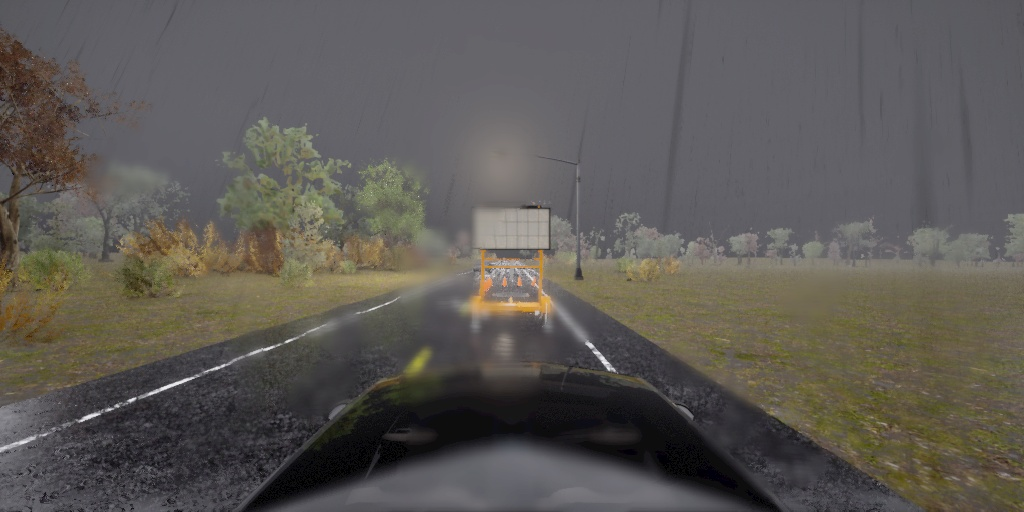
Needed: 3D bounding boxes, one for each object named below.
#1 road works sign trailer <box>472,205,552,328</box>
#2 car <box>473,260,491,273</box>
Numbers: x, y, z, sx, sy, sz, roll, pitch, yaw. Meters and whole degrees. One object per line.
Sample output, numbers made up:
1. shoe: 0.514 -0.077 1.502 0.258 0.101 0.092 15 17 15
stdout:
1. road works sign trailer: 0.000 0.216 11.326 2.380 3.560 2.880 0 0 0
2. car: -3.502 1.261 42.670 2.128 1.511 4.902 0 0 0
